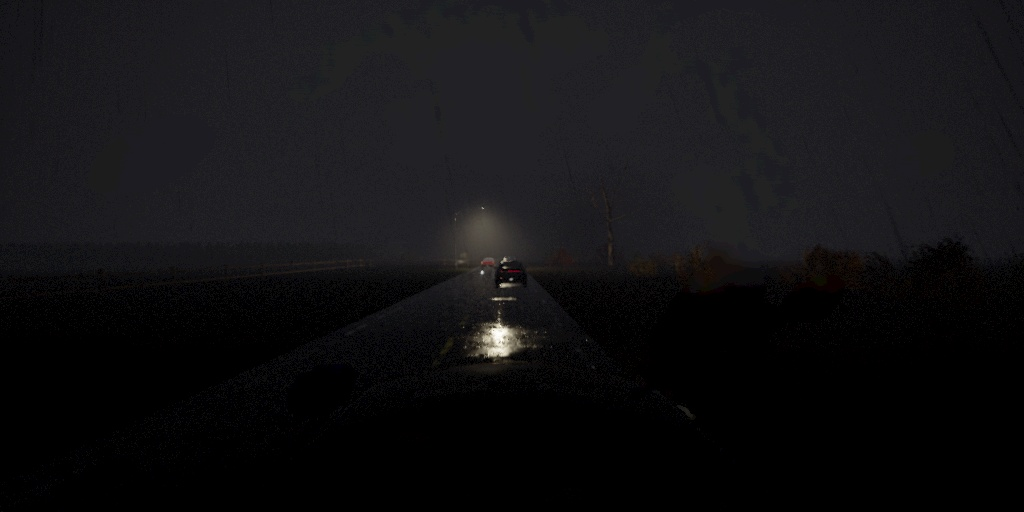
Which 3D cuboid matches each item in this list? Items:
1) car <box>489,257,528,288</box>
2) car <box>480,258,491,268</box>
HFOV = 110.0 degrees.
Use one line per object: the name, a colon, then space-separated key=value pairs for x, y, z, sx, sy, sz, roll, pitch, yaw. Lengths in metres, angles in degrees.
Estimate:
car: x=-0.070 y=1.042 z=22.073 sx=2.128 sy=1.511 sz=4.902 roll=-1 pitch=1 yaw=-1
car: x=-3.147 y=0.935 z=47.917 sx=1.895 sy=1.301 sz=4.718 roll=-1 pitch=1 yaw=-1
